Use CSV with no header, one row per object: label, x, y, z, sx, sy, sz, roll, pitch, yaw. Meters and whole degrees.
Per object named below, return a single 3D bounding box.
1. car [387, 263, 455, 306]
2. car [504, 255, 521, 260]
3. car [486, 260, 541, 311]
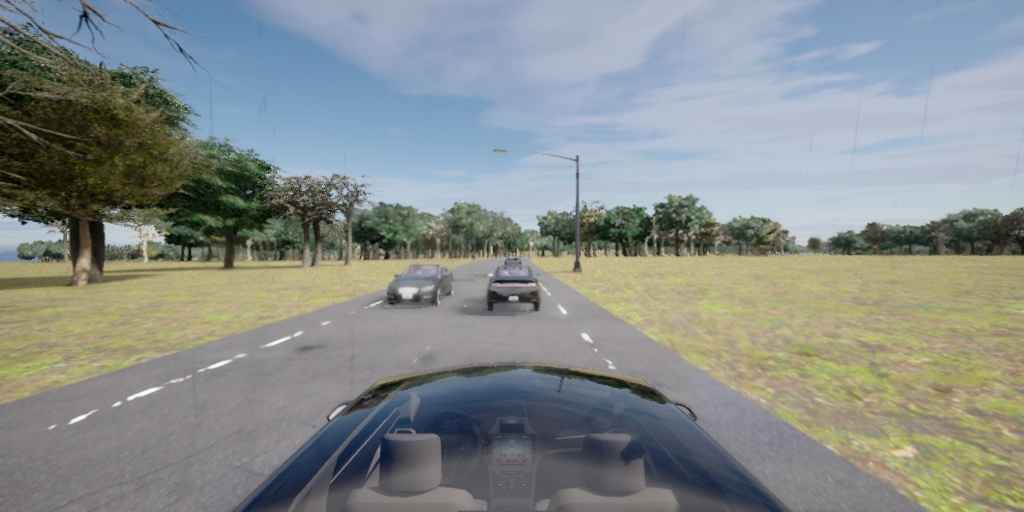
car,-3.563,1.074,14.704,2.128,1.511,4.902,0,1,0
car,0.096,0.658,40.173,2.128,1.511,4.902,0,1,0
car,0.069,1.089,13.702,2.128,1.511,4.902,0,1,0
